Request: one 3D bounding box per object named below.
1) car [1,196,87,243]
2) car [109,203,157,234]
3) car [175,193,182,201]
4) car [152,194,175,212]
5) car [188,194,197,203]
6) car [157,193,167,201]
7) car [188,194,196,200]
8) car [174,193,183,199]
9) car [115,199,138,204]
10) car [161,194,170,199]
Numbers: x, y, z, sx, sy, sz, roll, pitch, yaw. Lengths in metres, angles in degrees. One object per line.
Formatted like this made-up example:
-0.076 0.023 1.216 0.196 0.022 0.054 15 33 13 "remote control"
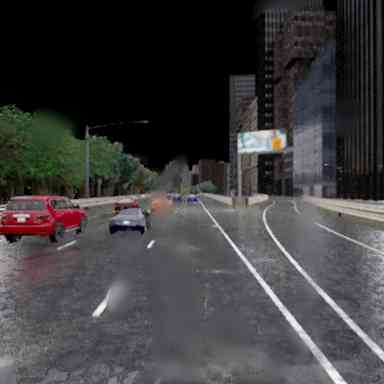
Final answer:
-6.911 1.214 16.156 2.150 2.045 5.566 0 0 0 "car"
-3.413 1.554 19.274 1.994 1.385 4.181 0 0 0 "car"
-3.547 1.280 78.498 1.882 1.535 5.008 0 0 0 "car"
-3.423 1.308 38.143 2.097 1.767 4.553 0 0 0 "car"
0.071 1.331 66.808 1.882 1.535 5.008 0 0 0 "car"
-7.048 1.157 78.882 2.097 1.767 4.553 0 0 0 "car"
-0.054 1.305 88.099 2.128 1.511 4.902 0 0 0 "car"
-3.554 1.135 88.918 2.128 1.511 4.902 0 0 0 "car"
-6.925 1.440 35.701 1.882 1.535 5.008 0 0 0 "car"
-7.054 1.150 88.916 2.033 1.411 5.357 0 0 0 "car"
